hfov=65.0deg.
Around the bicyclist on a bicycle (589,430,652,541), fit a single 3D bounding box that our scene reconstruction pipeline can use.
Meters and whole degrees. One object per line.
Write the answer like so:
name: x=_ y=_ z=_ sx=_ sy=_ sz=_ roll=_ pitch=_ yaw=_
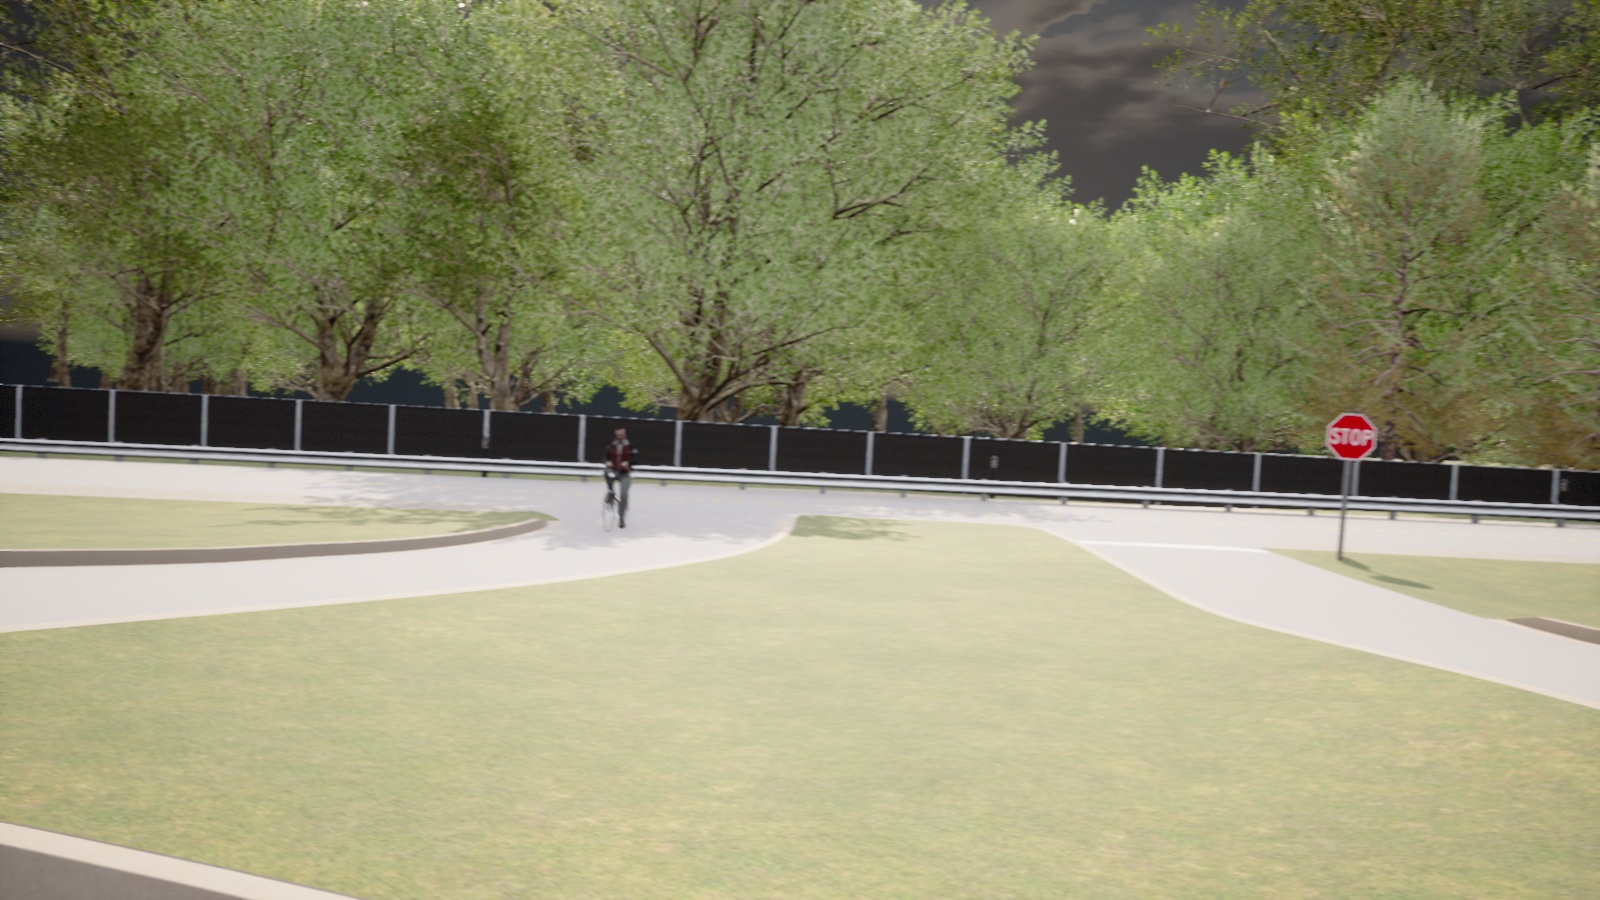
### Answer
bicyclist on a bicycle: x=-3.029 y=0.564 z=21.359 sx=0.659 sy=1.776 sz=1.843 roll=1 pitch=2 yaw=5
